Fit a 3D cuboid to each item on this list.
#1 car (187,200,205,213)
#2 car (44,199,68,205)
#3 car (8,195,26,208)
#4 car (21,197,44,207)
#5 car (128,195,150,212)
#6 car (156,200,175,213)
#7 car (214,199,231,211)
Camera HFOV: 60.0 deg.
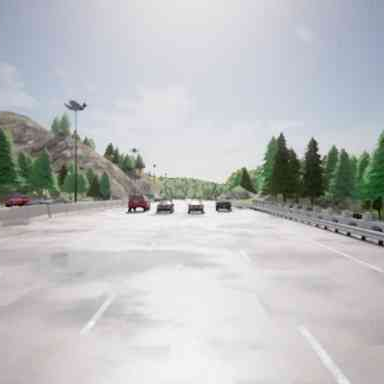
[{"bbox_3d":[0.464,1.681,38.564,2.033,1.411,5.357,0,-1,1],"label":"car"},{"bbox_3d":[-20.544,1.801,51.454,1.837,1.490,4.892,0,-1,1],"label":"car"},{"bbox_3d":[-27.508,1.542,53.292,2.150,2.045,5.566,0,-1,1],"label":"car"},{"bbox_3d":[-24.043,1.819,51.536,1.812,1.442,4.674,0,-1,1],"label":"car"},{"bbox_3d":[-6.519,1.383,41.426,2.150,2.045,5.566,0,-2,0],"label":"car"},{"bbox_3d":[-3.038,1.681,38.703,2.033,1.411,5.357,0,-1,1],"label":"car"},{"bbox_3d":[4.009,1.677,43.448,1.882,1.535,5.008,0,-2,1],"label":"car"}]
